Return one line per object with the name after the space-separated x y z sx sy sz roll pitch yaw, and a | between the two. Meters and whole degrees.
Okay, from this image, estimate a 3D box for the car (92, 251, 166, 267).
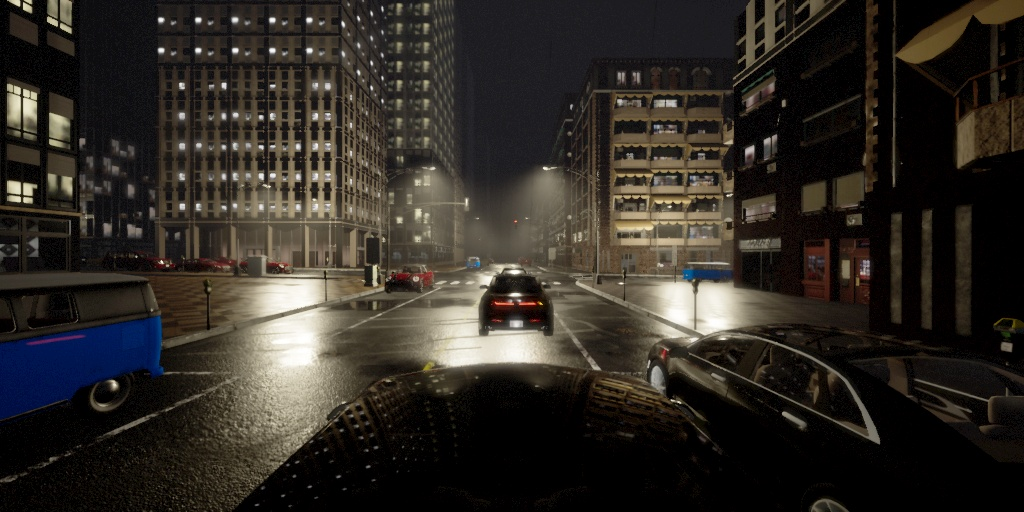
-32.292 0.482 30.971 5.009 1.841 2.192 0 0 0 | car

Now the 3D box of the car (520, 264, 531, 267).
0.102 1.316 19.157 1.994 1.385 4.181 0 0 0 | car

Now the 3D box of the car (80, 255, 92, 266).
-43.696 0.466 39.327 4.829 1.417 1.751 0 0 0 | car

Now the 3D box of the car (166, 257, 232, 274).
-26.718 0.857 30.983 4.207 1.307 1.802 0 0 0 | car

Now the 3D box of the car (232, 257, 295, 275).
-21.144 0.822 30.995 4.097 1.591 1.967 0 0 0 | car

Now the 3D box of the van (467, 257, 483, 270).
-5.686 1.104 52.701 1.690 1.789 3.998 0 0 0 | van

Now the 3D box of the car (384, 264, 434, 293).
-5.688 1.192 20.227 1.967 1.591 4.097 0 0 0 | car

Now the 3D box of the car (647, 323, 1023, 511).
2.692 1.300 3.280 2.007 1.370 4.403 0 0 0 | car

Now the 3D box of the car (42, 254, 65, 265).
-49.102 0.399 39.315 4.313 1.339 1.948 0 0 0 | car

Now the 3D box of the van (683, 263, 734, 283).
16.915 1.457 30.943 3.998 1.789 1.690 0 0 0 | van

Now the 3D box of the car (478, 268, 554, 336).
0.102 1.255 10.364 1.837 1.490 4.892 0 0 0 | car

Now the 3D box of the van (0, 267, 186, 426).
-5.688 1.091 3.281 1.690 1.789 3.998 0 0 0 | van
